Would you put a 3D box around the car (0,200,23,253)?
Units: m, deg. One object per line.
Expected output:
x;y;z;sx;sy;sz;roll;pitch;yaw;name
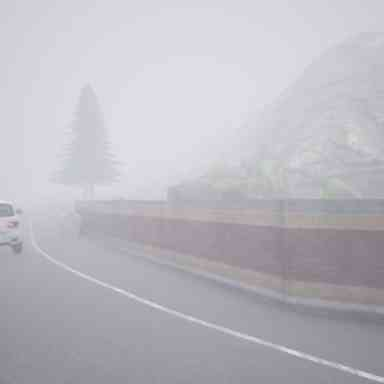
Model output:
-8.383;1.349;13.815;2.150;2.045;5.566;0;0;-30;car

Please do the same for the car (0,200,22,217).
-18.504;1.640;34.177;1.812;1.442;4.674;0;0;-26;car
